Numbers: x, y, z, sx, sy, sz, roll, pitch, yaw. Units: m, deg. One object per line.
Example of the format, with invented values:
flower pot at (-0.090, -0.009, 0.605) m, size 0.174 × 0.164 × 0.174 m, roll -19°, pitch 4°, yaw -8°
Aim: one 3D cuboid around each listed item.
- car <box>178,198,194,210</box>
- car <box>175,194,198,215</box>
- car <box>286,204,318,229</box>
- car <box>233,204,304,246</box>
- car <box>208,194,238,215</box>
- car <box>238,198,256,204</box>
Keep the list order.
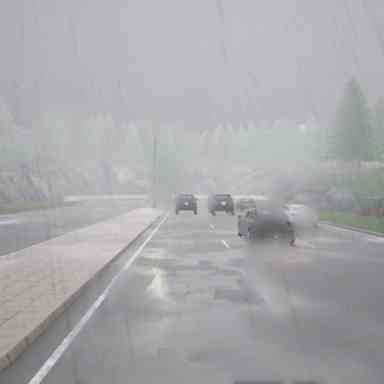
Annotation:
car at (-0.766, 1.547, 44.518) m, size 2.033 × 1.411 × 5.357 m, roll 0°, pitch 0°, yaw -1°
car at (-0.587, 1.221, 34.337) m, size 2.150 × 2.045 × 5.566 m, roll 0°, pitch 0°, yaw -1°
car at (6.659, 1.525, 21.678) m, size 1.812 × 1.442 × 4.674 m, roll 0°, pitch 0°, yaw -1°
car at (3.279, 1.504, 15.365) m, size 1.837 × 1.490 × 4.892 m, roll 0°, pitch 0°, yaw -1°
car at (2.926, 1.220, 33.851) m, size 2.150 × 2.045 × 5.566 m, roll 0°, pitch 0°, yaw -1°
car at (6.327, 1.490, 39.192) m, size 2.128 × 1.511 × 4.902 m, roll 0°, pitch 0°, yaw -1°
